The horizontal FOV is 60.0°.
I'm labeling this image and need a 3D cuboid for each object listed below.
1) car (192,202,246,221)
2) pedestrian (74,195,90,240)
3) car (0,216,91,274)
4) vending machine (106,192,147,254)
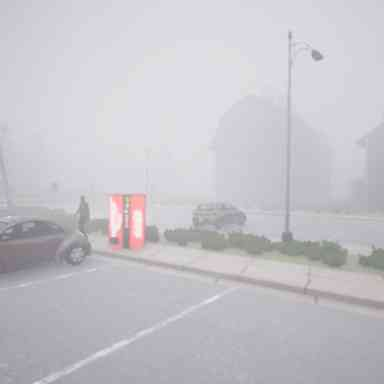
[{"bbox_3d":[1.707,1.344,20.157,1.816,1.474,4.193,1,1,36],"label":"car"},{"bbox_3d":[-4.122,0.976,12.687,0.375,1.860,0.375,1,1,31],"label":"pedestrian"},{"bbox_3d":[-4.764,1.379,8.974,1.784,1.438,3.905,1,1,36],"label":"car"},{"bbox_3d":[-2.349,1.057,11.991,0.880,2.100,1.100,1,1,35],"label":"vending machine"}]
